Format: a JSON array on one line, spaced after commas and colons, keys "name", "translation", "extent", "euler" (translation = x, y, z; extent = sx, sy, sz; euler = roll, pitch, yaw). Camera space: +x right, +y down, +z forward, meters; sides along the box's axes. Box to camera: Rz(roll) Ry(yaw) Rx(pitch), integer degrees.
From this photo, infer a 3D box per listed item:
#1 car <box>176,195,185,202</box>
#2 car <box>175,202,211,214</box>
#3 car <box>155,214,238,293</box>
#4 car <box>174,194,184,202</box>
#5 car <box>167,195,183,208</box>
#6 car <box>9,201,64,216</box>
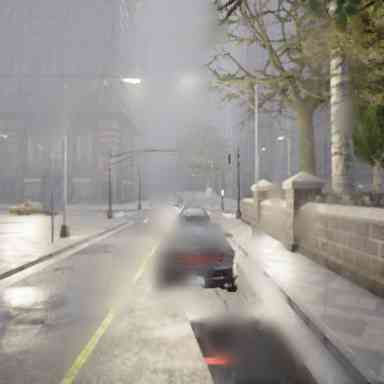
[{"name": "car", "translation": [-3.002, 1.630, 84.861], "extent": [2.128, 1.511, 4.902], "euler": [0, 0, 0]}, {"name": "car", "translation": [0.100, 1.599, 19.700], "extent": [1.882, 1.535, 5.008], "euler": [0, 0, 0]}, {"name": "car", "translation": [0.099, 1.559, 9.024], "extent": [1.837, 1.490, 4.892], "euler": [0, -1, 0]}, {"name": "car", "translation": [-3.002, 1.459, 69.588], "extent": [2.150, 2.045, 5.566], "euler": [0, 0, 0]}, {"name": "car", "translation": [-3.085, 1.737, 54.145], "extent": [2.128, 1.511, 4.902], "euler": [0, 0, 0]}, {"name": "car", "translation": [-14.933, 1.594, 32.033], "extent": [4.829, 1.417, 1.752], "euler": [1, -1, 0]}]
